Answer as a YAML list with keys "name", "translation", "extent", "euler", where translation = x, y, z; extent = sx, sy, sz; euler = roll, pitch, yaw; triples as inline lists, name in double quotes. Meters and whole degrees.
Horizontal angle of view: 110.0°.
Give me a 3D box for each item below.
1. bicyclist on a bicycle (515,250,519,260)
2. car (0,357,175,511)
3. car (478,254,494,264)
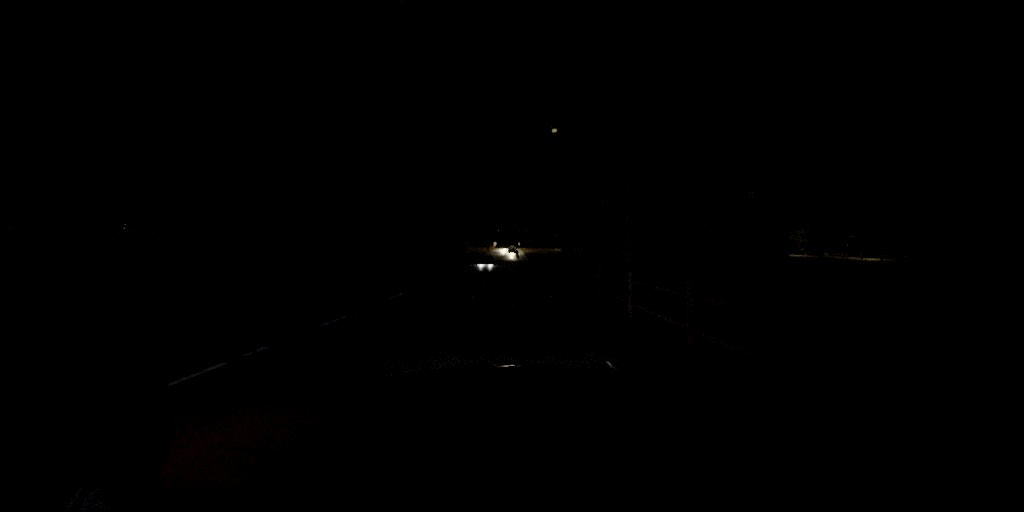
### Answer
- name: "bicyclist on a bicycle"
  translation: [0.969, -0.220, 64.287]
  extent: [0.659, 1.776, 1.843]
  euler: [0, 2, 0]
- name: "car"
  translation: [-3.597, 1.222, 0.676]
  extent: [1.882, 1.535, 5.008]
  euler: [0, 0, 0]
- name: "car"
  translation: [-3.545, 0.428, 49.704]
  extent: [1.994, 1.385, 4.181]
  euler: [0, 2, 1]
